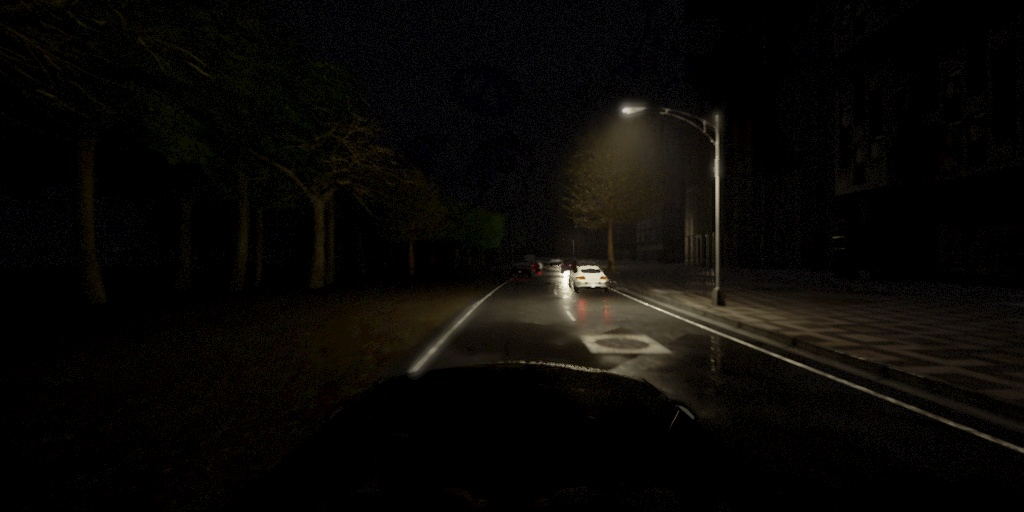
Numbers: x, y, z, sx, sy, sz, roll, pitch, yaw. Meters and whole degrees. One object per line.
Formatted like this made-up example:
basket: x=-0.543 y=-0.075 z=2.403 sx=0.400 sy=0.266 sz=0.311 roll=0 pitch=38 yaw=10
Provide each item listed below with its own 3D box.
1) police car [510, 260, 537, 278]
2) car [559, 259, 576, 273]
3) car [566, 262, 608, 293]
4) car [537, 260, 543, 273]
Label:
police car: x=1.012 y=1.208 z=34.503 sx=1.930 sy=1.638 sz=5.238 roll=0 pitch=0 yaw=7
car: x=7.169 y=1.141 z=44.267 sx=2.097 sy=1.767 sz=4.553 roll=0 pitch=0 yaw=9
car: x=4.366 y=1.295 z=20.825 sx=1.812 sy=1.442 sz=4.674 roll=0 pitch=0 yaw=4
car: x=2.409 y=1.269 z=44.267 sx=1.882 sy=1.535 sz=5.008 roll=0 pitch=0 yaw=9
